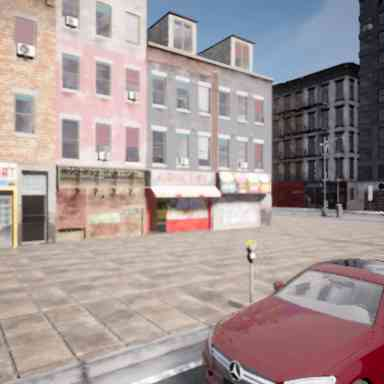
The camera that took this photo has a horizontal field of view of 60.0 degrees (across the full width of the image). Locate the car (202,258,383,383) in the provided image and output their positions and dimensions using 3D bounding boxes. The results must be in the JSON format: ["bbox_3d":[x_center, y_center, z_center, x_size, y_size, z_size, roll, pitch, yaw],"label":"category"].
[{"bbox_3d":[2.084,1.599,4.307,4.206,1.307,1.802,0,0,-36],"label":"car"}]
